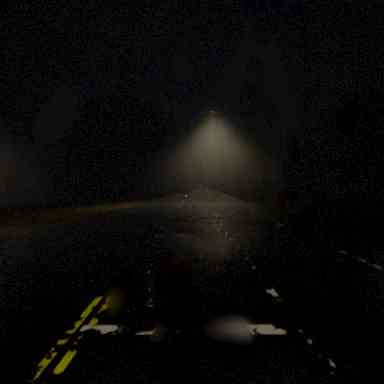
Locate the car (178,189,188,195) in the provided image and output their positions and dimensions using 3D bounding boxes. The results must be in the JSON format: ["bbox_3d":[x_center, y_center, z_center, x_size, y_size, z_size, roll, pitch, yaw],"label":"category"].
[{"bbox_3d":[-1.958,-0.081,73.975,1.895,1.301,4.718,0,1,3],"label":"car"}]
